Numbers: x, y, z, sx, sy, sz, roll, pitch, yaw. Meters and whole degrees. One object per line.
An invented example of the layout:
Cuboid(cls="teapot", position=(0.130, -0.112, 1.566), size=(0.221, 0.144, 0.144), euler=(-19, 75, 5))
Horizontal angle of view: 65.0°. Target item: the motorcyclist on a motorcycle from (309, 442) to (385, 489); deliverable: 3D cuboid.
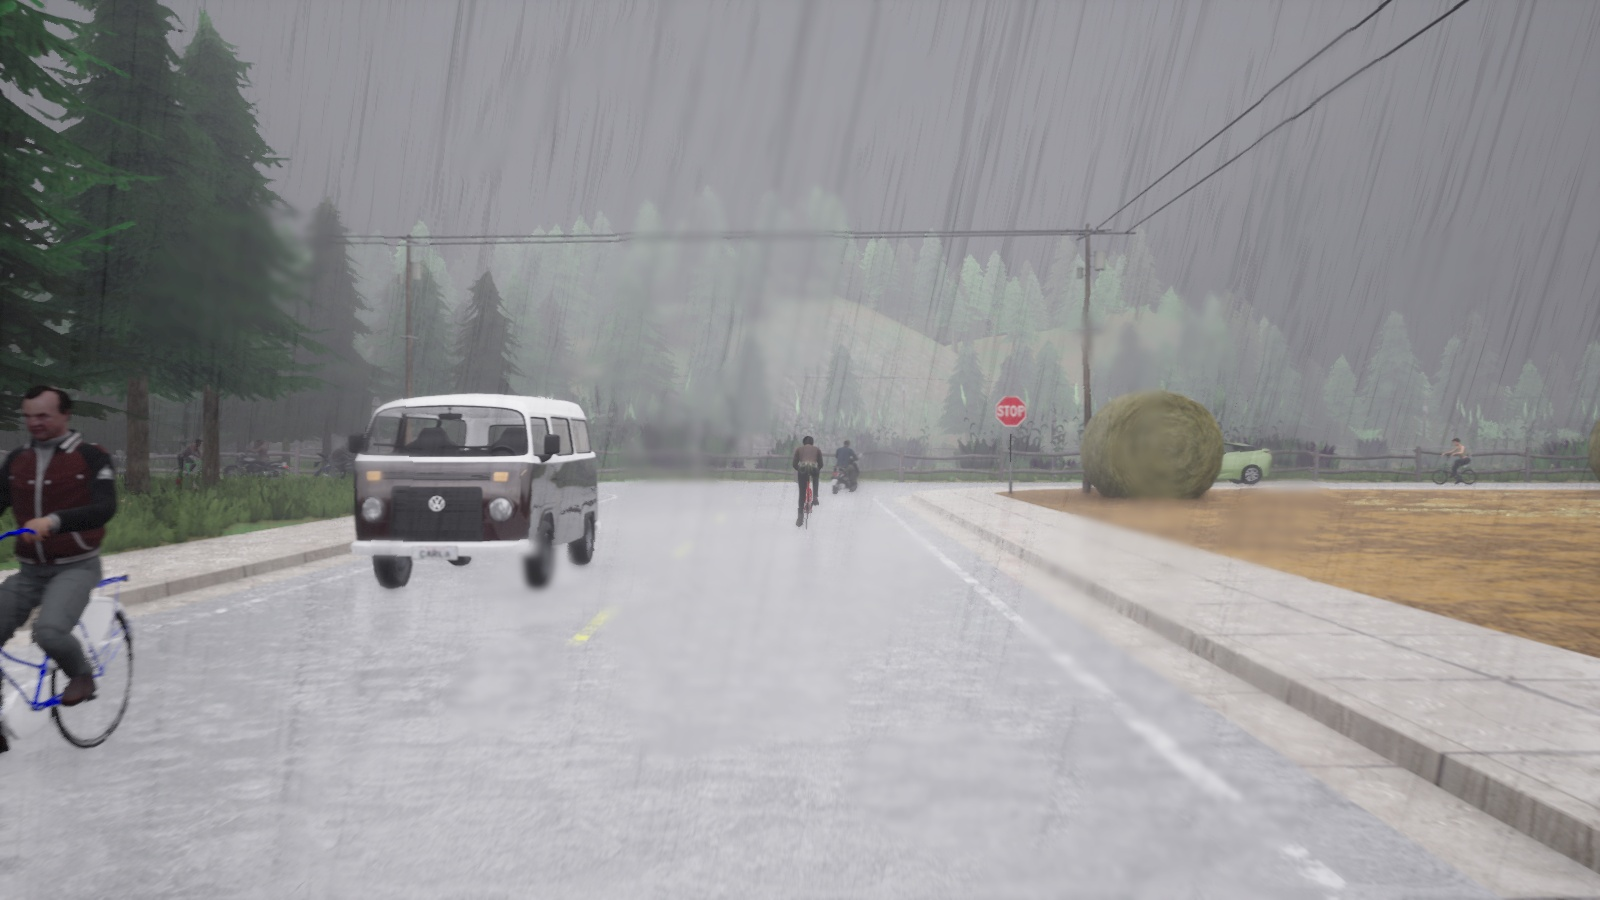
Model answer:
Cuboid(cls="motorcyclist on a motorcycle", position=(-14.887, 0.502, 41.307), size=(2.191, 1.530, 0.866), euler=(0, 0, 3))

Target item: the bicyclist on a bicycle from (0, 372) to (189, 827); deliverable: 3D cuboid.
Cuboid(cls="bicyclist on a bicycle", position=(-3.452, 0.583, 5.482), size=(0.659, 1.776, 1.843), euler=(0, 0, 0))

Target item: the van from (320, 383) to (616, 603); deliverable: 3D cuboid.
Cuboid(cls="van", position=(-3.402, 0.389, 13.880), size=(2.069, 2.038, 4.480), euler=(0, 0, 0))

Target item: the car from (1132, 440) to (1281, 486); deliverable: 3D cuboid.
Cuboid(cls="car", position=(13.919, 0.426, 43.237), size=(4.514, 1.525, 2.007), euler=(0, 0, 3))

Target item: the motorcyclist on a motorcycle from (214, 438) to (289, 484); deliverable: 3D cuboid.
Cuboid(cls="motorcyclist on a motorcycle", position=(-19.673, 0.392, 45.072), size=(2.350, 1.649, 0.766), euler=(0, 0, 3))

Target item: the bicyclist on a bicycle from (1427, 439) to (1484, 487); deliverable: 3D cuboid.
Cuboid(cls="bicyclist on a bicycle", position=(22.322, 0.425, 42.772), size=(1.509, 1.612, 0.866), euler=(0, 0, 3))

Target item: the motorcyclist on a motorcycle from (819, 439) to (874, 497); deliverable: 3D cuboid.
Cuboid(cls="motorcyclist on a motorcycle", position=(1.349, 0.494, 36.012), size=(0.866, 1.590, 1.817), euler=(2, 2, 25))

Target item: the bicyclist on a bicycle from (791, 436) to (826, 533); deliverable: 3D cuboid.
Cuboid(cls="bicyclist on a bicycle", position=(0.146, 0.576, 21.869), size=(0.582, 1.620, 1.656), euler=(0, 0, 0))
